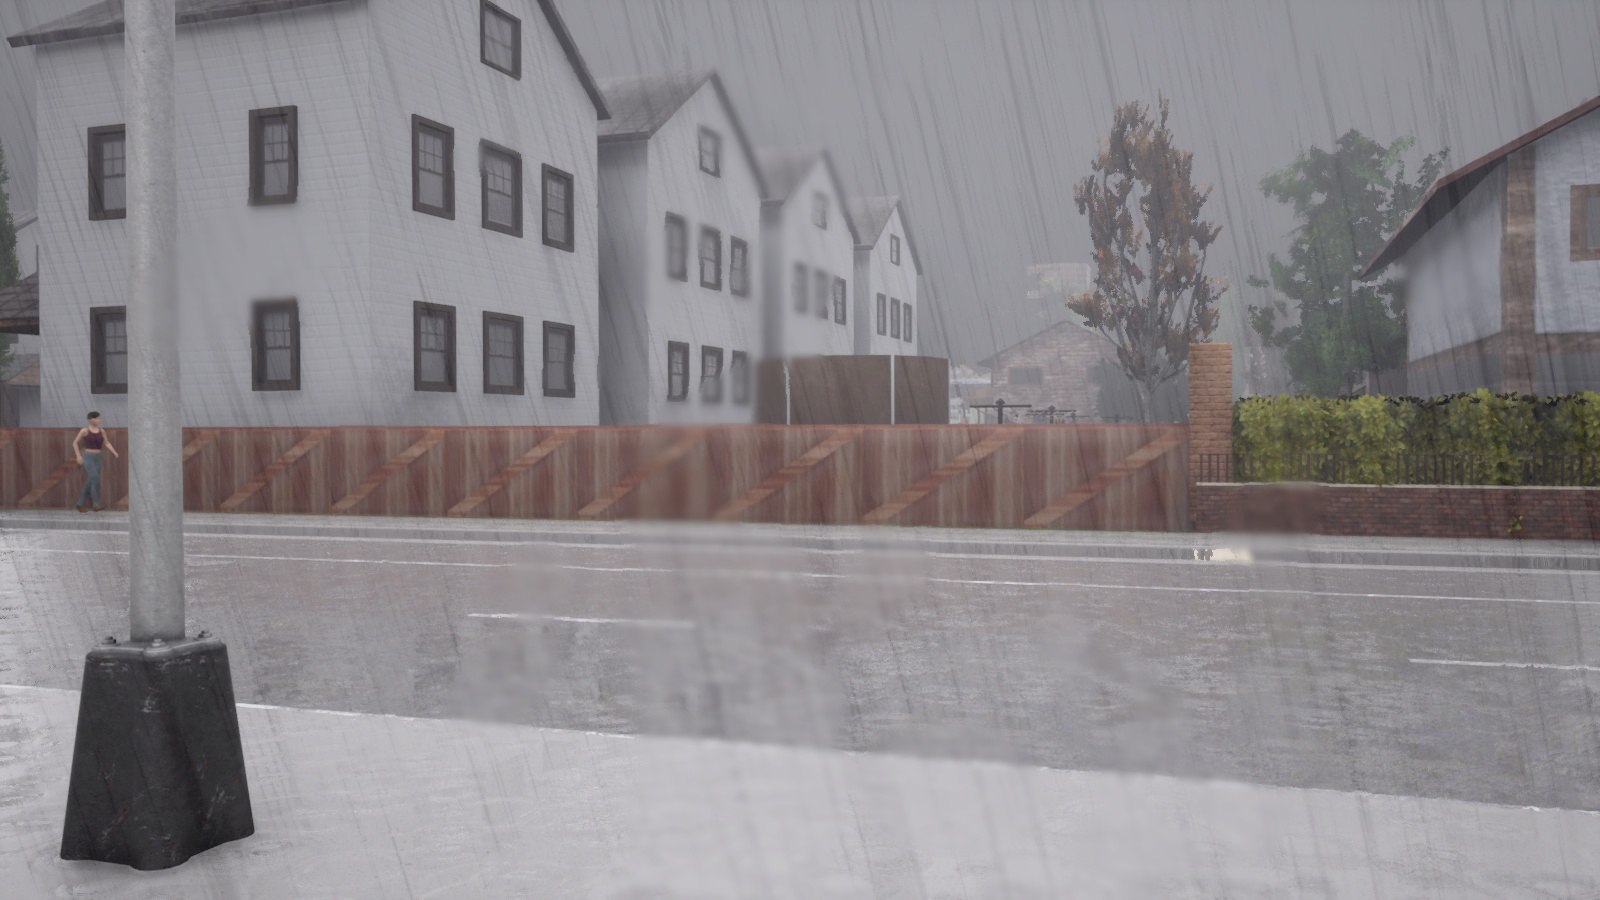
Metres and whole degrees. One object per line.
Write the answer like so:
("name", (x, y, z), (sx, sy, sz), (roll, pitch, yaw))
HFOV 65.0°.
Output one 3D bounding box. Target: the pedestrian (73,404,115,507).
("pedestrian", (-12.664, 0.096, 22.533), (0.594, 1.836, 0.345), (0, 1, 19))
